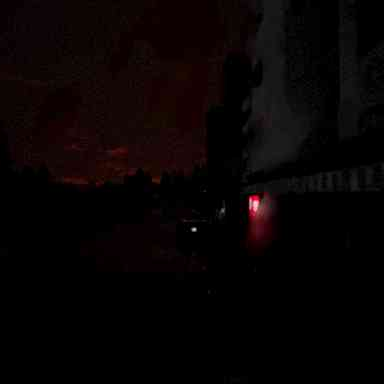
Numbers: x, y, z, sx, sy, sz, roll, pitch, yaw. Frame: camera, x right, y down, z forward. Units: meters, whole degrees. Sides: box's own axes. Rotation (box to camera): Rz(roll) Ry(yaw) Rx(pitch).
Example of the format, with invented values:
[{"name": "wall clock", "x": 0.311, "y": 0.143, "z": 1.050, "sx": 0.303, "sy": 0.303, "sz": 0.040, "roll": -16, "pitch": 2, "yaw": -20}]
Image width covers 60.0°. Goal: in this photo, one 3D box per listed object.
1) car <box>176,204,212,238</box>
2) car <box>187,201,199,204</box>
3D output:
[{"name": "car", "x": 0.110, "y": 1.681, "z": 18.989, "sx": 2.128, "sy": 1.511, "sz": 4.902, "roll": 0, "pitch": -1, "yaw": 0}, {"name": "car", "x": 0.125, "y": 1.902, "z": 39.896, "sx": 1.837, "sy": 1.490, "sz": 4.892, "roll": 0, "pitch": -1, "yaw": 0}]
